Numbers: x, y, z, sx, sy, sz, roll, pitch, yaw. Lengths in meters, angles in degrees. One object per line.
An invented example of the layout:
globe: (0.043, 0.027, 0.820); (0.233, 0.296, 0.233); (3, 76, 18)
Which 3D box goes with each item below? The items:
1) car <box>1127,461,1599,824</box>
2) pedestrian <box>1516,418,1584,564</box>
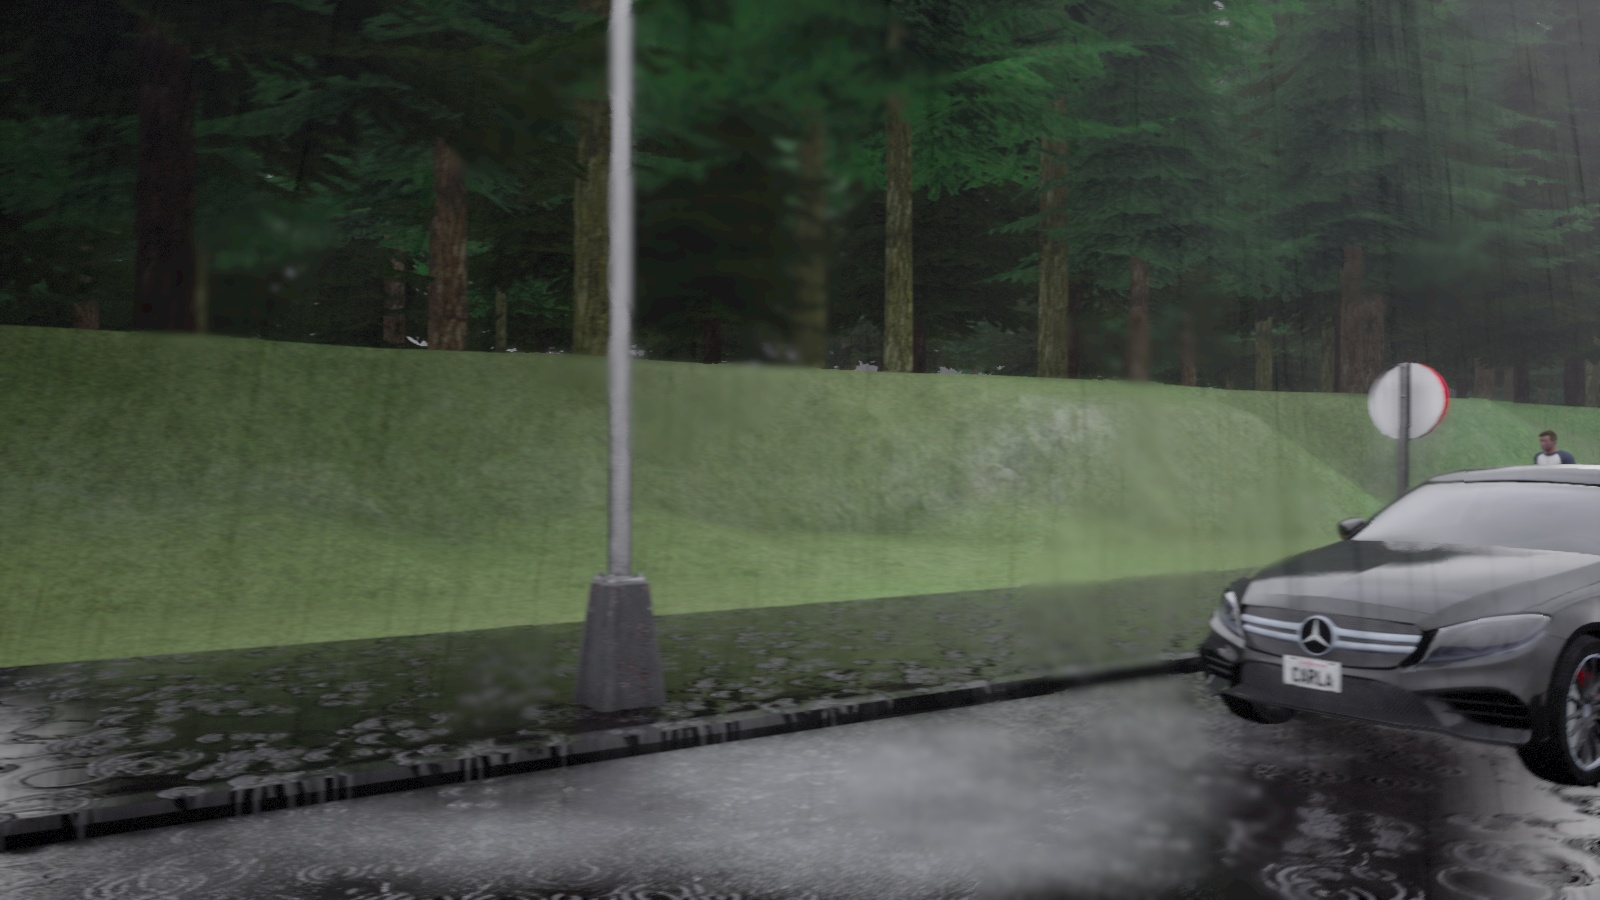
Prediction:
car: (4.147, 0.797, 7.153); (4.674, 1.442, 1.812); (0, 0, -35)
pedestrian: (9.554, 0.514, 15.997); (0.706, 1.836, 0.354); (0, 0, -18)
